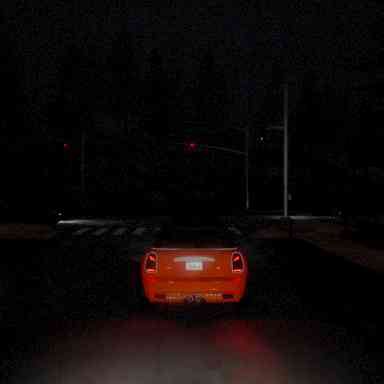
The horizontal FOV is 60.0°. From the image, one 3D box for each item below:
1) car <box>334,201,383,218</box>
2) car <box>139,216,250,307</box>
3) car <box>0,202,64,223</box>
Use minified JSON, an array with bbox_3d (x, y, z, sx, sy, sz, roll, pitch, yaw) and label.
[{"bbox_3d":[14.342,1.438,27.357,4.718,1.301,1.895,0,0,0],"label":"car"},{"bbox_3d":[0.050,1.352,8.115,2.097,1.767,4.553,0,0,0],"label":"car"},{"bbox_3d":[-11.357,1.402,23.573,4.181,1.385,1.994,0,0,0],"label":"car"}]
